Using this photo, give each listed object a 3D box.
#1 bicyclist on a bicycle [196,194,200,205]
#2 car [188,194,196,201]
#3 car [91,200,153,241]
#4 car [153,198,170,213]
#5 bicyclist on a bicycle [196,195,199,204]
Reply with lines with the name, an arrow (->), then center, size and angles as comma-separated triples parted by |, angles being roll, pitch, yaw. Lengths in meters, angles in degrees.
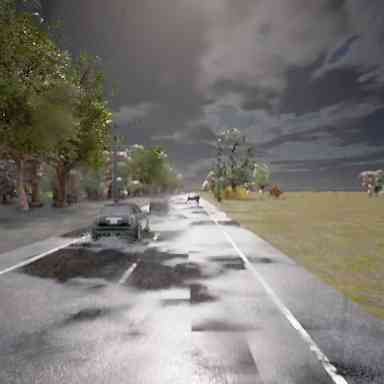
bicyclist on a bicycle -> 0.966, 1.232, 51.648 | 0.659, 1.776, 1.843 | 0, 0, 0
car -> 0.006, 1.342, 78.750 | 1.994, 1.385, 4.181 | 0, 0, 0
car -> -3.400, 1.307, 16.589 | 2.097, 1.767, 4.553 | 0, 0, 0
car -> -3.400, 1.381, 35.636 | 1.882, 1.535, 5.008 | 0, 0, 0
bicyclist on a bicycle -> 0.965, 1.291, 60.193 | 0.582, 1.620, 1.656 | 0, 0, 0
